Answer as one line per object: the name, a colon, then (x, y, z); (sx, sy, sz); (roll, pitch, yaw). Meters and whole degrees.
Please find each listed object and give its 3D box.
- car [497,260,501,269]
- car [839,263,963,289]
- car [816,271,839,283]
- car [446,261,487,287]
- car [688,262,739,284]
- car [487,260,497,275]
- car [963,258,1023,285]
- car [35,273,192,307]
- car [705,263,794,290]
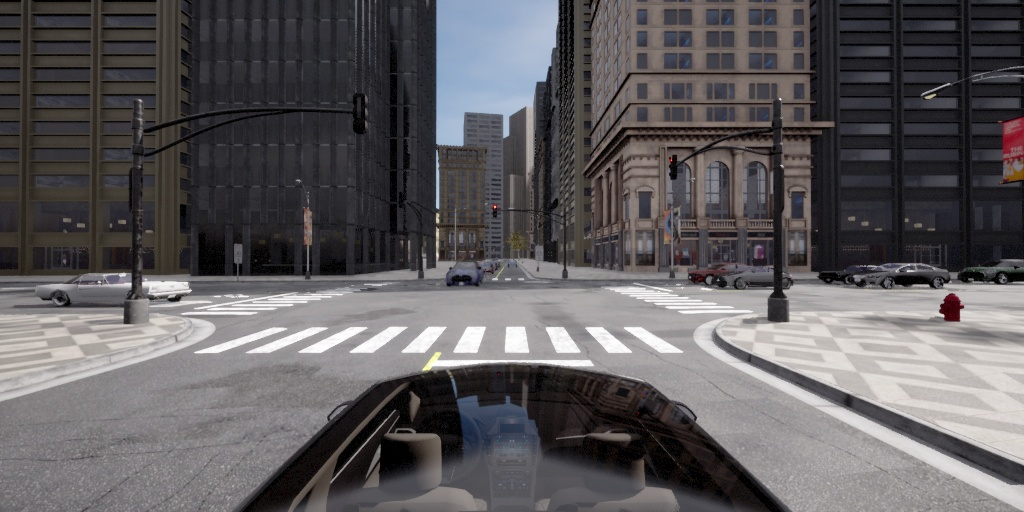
car: (-3.089, 1.388, 51.738); (1.994, 1.385, 4.181); (0, 0, 0)
car: (23.379, 1.184, 21.710); (4.902, 1.511, 2.128); (0, 0, 0)
car: (24.237, 1.315, 24.965); (4.718, 1.301, 1.895); (0, 0, 0)
car: (-3.077, 1.114, 24.110); (2.097, 1.767, 4.553); (0, 0, 0)
car: (14.892, 1.215, 24.952); (5.008, 1.535, 1.882); (0, 0, 0)
car: (-3.075, 1.363, 40.396); (1.994, 1.385, 4.181); (0, 0, 0)
car: (34.203, 1.043, 24.966); (4.553, 1.767, 2.097); (0, 0, 0)
car: (-16.383, 1.366, 14.952); (4.718, 1.301, 1.895); (0, 0, 0)
car: (14.467, 1.279, 21.696); (4.181, 1.385, 1.994); (0, 0, 0)
